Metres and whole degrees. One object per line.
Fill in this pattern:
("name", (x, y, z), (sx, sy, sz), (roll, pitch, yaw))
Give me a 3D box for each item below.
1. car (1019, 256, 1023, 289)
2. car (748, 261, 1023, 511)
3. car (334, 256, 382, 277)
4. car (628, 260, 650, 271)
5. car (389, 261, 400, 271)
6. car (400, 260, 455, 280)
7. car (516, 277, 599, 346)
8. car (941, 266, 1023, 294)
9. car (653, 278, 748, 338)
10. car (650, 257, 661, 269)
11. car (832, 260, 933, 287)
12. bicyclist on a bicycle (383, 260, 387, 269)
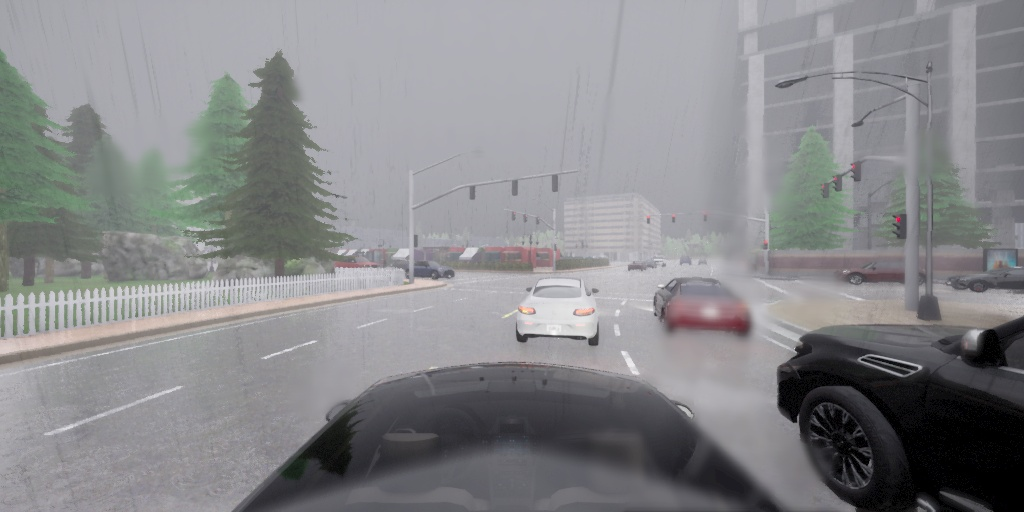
("car", (34.302, 1.026, 20.627), (5.566, 2.045, 2.150), (0, 0, 30))
("car", (3.737, 0.971, 1.199), (2.150, 2.045, 5.566), (0, 0, 0))
("car", (-15.903, 1.026, 36.839), (5.566, 2.045, 2.150), (0, 0, 30))
("car", (17.027, 1.348, 48.592), (1.895, 1.301, 4.718), (0, 0, 29))
("car", (-14.370, 1.308, 48.271), (4.892, 1.490, 1.837), (0, 0, 30))
("car", (-7.306, 1.156, 31.952), (4.553, 1.767, 2.097), (0, 0, 30))
("car", (1.279, 1.275, 9.421), (1.812, 1.442, 4.674), (0, 0, 11))
("car", (28.011, 1.330, 20.151), (4.674, 1.442, 1.812), (0, 0, 29))
("car", (5.301, 1.314, 10.427), (1.994, 1.385, 4.181), (0, 0, 17))
("car", (22.119, 1.295, 57.684), (2.033, 1.411, 5.357), (0, 0, 30))
("car", (25.926, 1.156, 25.385), (4.553, 1.767, 2.097), (0, 0, 30))
("bicyclist on a bicycle", (-15.714, 1.256, 44.291), (0.582, 1.620, 1.656), (0, 0, -22))
